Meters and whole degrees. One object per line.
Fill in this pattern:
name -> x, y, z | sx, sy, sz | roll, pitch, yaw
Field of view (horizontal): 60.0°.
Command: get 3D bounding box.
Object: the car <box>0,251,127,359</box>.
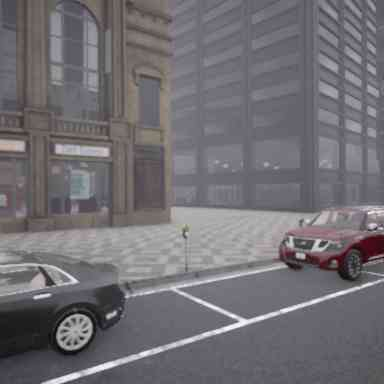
car -> -3.074, 1.551, 4.466 | 4.403, 1.369, 2.008 | 0, -1, -35

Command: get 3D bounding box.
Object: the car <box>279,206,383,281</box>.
car -> 4.882, 1.359, 10.143 | 5.009, 1.841, 2.192 | 0, -1, -35
